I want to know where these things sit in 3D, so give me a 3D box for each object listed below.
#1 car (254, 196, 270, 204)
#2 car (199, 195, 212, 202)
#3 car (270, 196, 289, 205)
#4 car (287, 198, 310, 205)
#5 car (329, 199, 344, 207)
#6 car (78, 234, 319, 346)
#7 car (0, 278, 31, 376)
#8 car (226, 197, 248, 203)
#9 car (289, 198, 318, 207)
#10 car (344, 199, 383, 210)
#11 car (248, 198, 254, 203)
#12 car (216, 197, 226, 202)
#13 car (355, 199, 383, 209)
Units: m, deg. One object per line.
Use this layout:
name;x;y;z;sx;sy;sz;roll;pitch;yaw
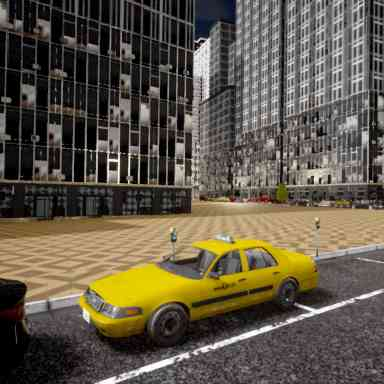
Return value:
car;17.217;1.753;77.265;2.192;1.841;5.009;1;-1;-22
car;3.601;1.698;89.806;2.192;1.841;5.009;1;-1;-22
car;16.255;1.636;58.732;1.967;1.590;4.097;1;-1;-22
car;21.434;1.927;66.900;2.008;1.369;4.403;1;-1;-22
car;25.591;1.840;56.695;1.752;1.417;4.829;1;-1;-22
car;0.410;1.528;6.323;4.829;1.417;1.752;0;1;-35
car;-3.954;1.565;3.265;4.313;1.339;1.947;0;1;-36
car;9.927;1.729;74.269;1.967;1.590;4.097;1;-1;-22
car;18.363;1.715;53.552;2.008;1.369;4.403;1;-1;-22
car;22.581;1.653;43.194;2.008;1.369;4.403;1;-1;-22
car;15.103;2.051;82.443;1.802;1.307;4.206;1;-1;-22
car;7.881;1.845;79.289;1.752;1.417;4.829;1;-1;-22
car;27.765;1.833;51.356;2.008;1.369;4.403;1;-1;-22
